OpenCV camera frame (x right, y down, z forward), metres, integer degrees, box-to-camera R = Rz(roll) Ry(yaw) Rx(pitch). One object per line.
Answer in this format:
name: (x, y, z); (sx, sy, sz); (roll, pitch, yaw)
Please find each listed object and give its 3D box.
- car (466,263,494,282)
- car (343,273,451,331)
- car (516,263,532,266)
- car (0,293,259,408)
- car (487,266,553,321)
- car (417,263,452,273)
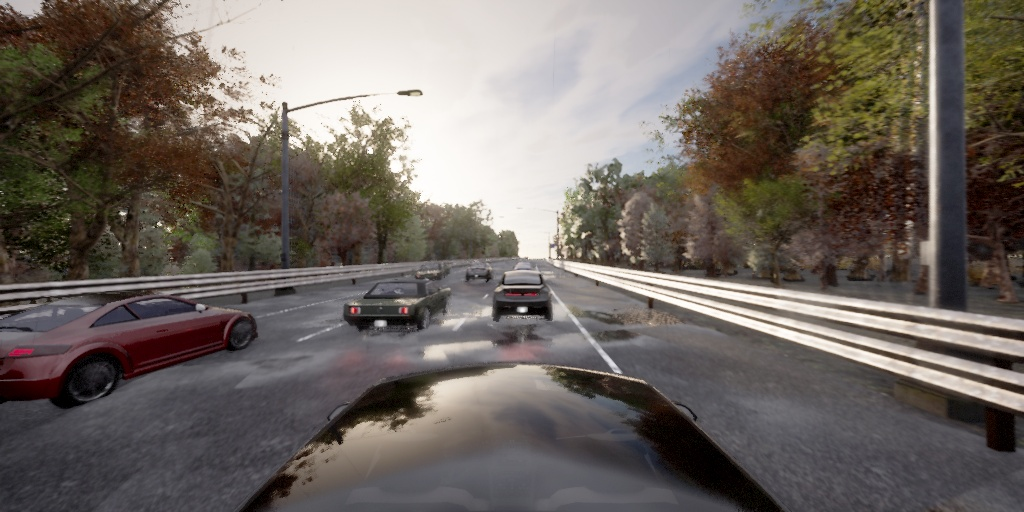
car: (-2.548, 1.289, 29.113); (2.128, 1.511, 4.902); (0, 0, 2)
car: (-3.185, 1.378, 11.081); (1.895, 1.301, 4.718); (0, 0, 2)
car: (0.996, 1.310, 30.310); (1.812, 1.442, 4.674); (0, 0, 2)
car: (-6.734, 1.350, 6.392); (1.994, 1.385, 4.181); (0, -1, 0)
car: (0.365, 1.268, 12.548); (1.837, 1.490, 4.892); (0, 0, 2)
car: (-6.093, 1.188, 28.322); (1.895, 1.301, 4.718); (-5, 6, 3)
